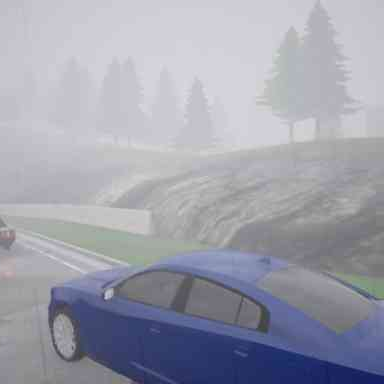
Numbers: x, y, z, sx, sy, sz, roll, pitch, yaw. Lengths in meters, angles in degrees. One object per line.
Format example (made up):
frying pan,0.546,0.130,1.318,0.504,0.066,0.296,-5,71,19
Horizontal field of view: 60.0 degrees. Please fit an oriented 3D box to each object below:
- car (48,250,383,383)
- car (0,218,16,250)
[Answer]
car,0.146,1.482,4.121,5.008,1.535,1.882,0,0,38
car,-8.816,1.628,13.691,1.895,1.301,4.718,0,0,-40
